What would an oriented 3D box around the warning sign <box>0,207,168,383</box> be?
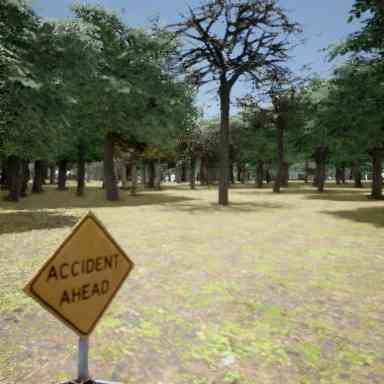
[{"bbox_3d":[-1.093,1.120,3.381,1.060,1.860,1.300,1,0,36],"label":"warning sign"}]
